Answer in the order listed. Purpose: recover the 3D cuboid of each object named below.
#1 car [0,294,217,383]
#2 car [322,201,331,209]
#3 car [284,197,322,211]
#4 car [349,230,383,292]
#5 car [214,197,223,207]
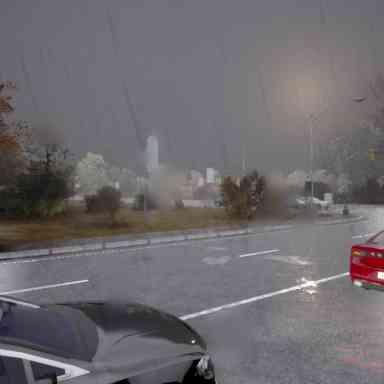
[{"bbox_3d":[-2.007,1.492,2.299,4.902,1.511,2.128,0,0,-35],"label":"car"},{"bbox_3d":[13.898,1.281,39.162,1.812,1.442,4.674,-1,0,-39],"label":"car"},{"bbox_3d":[11.113,1.334,37.009,2.033,1.411,5.357,-1,0,-39],"label":"car"},{"bbox_3d":[5.709,1.445,7.814,5.008,1.535,1.882,0,0,-36],"label":"car"},{"bbox_3d":[5.056,1.296,44.561,1.837,1.490,4.892,-1,0,-39],"label":"car"}]
